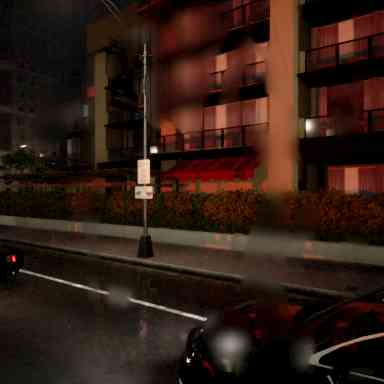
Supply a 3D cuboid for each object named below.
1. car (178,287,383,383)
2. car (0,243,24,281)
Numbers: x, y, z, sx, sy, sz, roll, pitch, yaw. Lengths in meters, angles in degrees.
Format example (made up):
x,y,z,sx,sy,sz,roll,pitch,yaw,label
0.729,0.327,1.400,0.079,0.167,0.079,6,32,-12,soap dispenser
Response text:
x,y,z,sx,sy,sz,roll,pitch,yaw,label
2.122,1.504,2.543,4.892,1.490,1.837,0,0,35,car
-6.421,1.601,8.593,4.718,1.301,1.895,0,0,36,car
